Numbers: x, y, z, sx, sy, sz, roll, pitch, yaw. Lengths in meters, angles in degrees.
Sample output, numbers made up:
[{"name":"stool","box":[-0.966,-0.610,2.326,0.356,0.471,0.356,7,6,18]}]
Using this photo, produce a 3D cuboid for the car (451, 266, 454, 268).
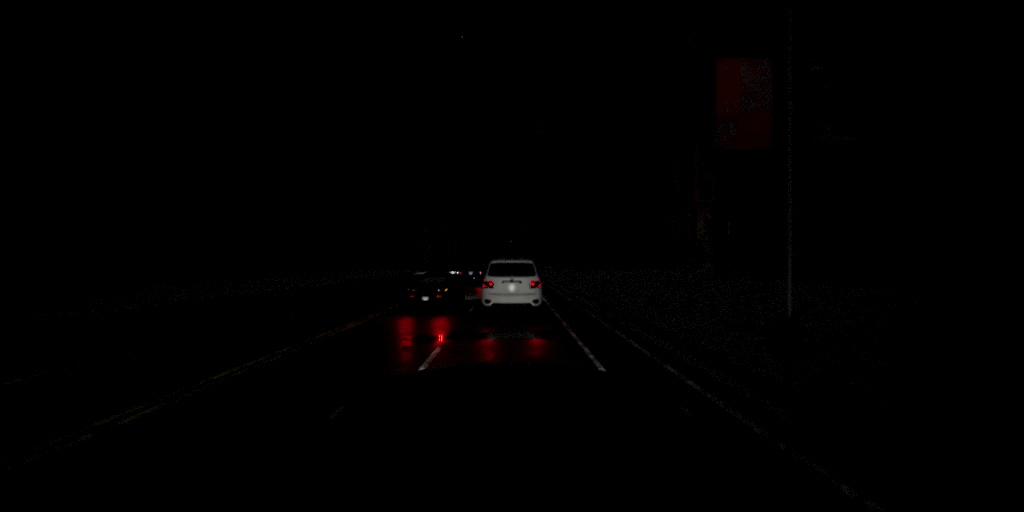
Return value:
[{"name":"car","box":[-9.779,2.102,64.373,2.033,1.411,5.357,0,-1,0]}]

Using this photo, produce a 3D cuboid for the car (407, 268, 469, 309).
[{"name":"car","box":[-3.229,1.429,15.740,1.812,1.442,4.674,0,0,0]}]

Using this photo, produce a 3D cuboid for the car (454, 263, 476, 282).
[{"name":"car","box":[-3.235,1.434,30.258,2.097,1.767,4.553,0,-1,0]}]

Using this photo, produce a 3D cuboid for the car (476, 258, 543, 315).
[{"name":"car","box":[0.009,1.113,14.410,2.150,2.045,5.566,0,0,0]}]
